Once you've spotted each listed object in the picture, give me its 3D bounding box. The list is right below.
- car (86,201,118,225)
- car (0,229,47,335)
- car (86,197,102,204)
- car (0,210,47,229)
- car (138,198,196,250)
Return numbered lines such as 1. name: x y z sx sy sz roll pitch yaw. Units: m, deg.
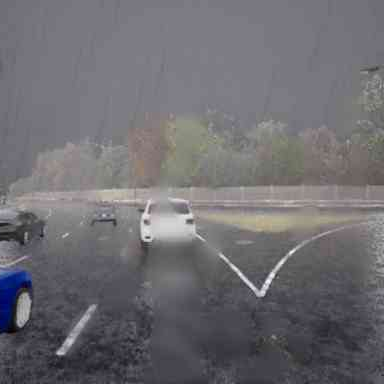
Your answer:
1. car: -6.675 1.696 25.404 2.033 1.411 5.357 0 0 -14
2. car: -3.629 1.513 3.817 1.882 1.535 5.008 0 0 -2
3. car: -17.628 1.709 59.805 2.097 1.767 4.553 0 0 -31
4. car: -8.369 1.617 15.829 1.837 1.490 4.892 0 0 -9
5. car: -1.227 1.297 14.988 2.150 2.045 5.566 0 0 -9
